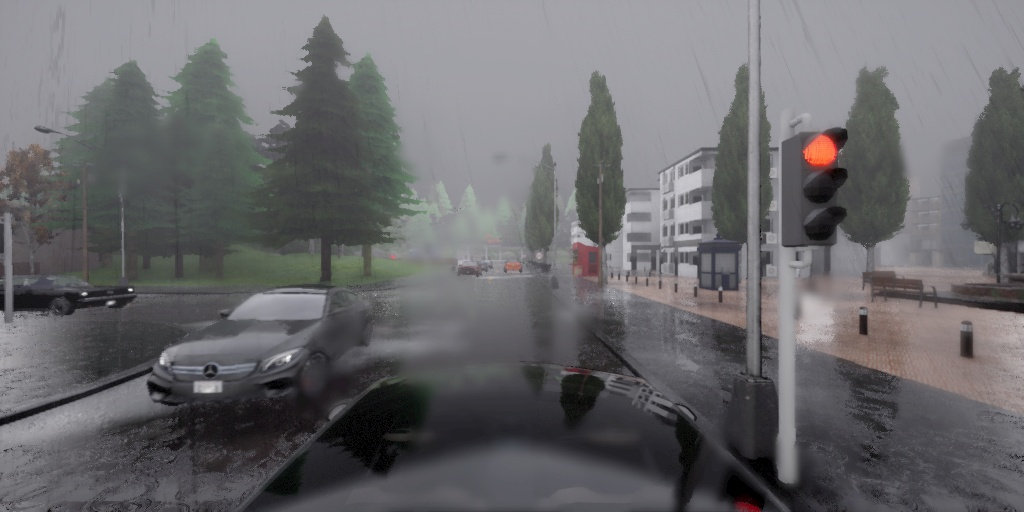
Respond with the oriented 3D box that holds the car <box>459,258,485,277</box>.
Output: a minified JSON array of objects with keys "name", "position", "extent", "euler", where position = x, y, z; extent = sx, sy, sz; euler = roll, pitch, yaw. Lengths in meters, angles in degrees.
[{"name":"car","position":[-4.078,1.220,35.706],"extent":[1.882,1.535,5.008],"euler":[0,0,0]}]

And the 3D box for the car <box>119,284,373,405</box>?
[{"name":"car","position":[-3.859,1.275,6.512],"extent":[1.812,1.442,4.674],"euler":[1,0,-8]}]

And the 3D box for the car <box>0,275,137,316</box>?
[{"name":"car","position":[-16.429,1.348,12.705],"extent":[4.718,1.301,1.895],"euler":[0,0,0]}]

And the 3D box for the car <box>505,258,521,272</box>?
[{"name":"car","position":[0.136,1.092,46.064],"extent":[2.097,1.767,4.553],"euler":[0,0,0]}]

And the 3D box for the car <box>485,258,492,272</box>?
[{"name":"car","position":[-4.059,1.304,45.626],"extent":[1.994,1.385,4.181],"euler":[0,0,0]}]
